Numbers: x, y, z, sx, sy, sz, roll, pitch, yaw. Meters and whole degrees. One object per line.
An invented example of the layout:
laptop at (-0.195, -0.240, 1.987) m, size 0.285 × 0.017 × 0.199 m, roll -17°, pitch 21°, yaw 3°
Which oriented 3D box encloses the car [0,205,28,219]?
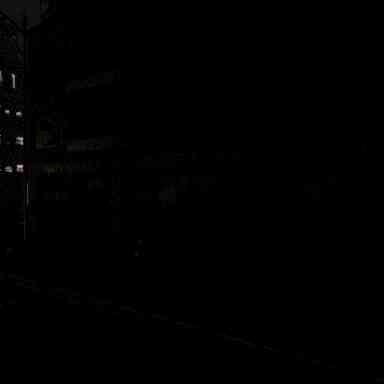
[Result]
car at (-18.212, 1.932, 31.400) m, size 1.895 × 1.301 × 4.718 m, roll 0°, pitch -1°, yaw 34°
